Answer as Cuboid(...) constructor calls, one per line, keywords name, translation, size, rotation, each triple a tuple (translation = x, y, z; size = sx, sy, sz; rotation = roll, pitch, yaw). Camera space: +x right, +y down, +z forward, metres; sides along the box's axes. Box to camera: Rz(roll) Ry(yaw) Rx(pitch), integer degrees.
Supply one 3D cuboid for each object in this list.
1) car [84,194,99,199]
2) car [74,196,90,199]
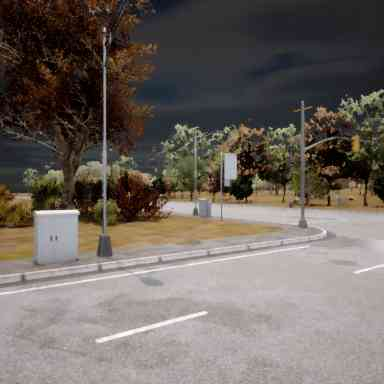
Cuboid(name="car", translation=(-26.540, 1.206, 87.879), size=(4.181, 1.385, 1.994), rotation=(1, 0, 41))
Cuboid(name="car", translation=(-28.792, 1.202, 85.190), size=(4.181, 1.385, 1.994), rotation=(1, 0, 41))
